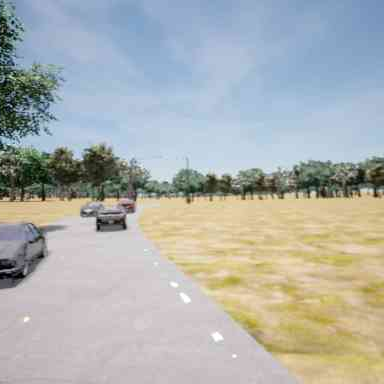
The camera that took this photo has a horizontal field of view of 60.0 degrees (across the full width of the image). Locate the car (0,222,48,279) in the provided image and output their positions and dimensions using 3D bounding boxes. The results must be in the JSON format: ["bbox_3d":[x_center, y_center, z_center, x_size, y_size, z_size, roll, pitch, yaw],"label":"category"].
[{"bbox_3d":[-5.851,1.687,10.497,2.033,1.411,5.357,-2,0,-14],"label":"car"}]

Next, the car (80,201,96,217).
[{"bbox_3d":[-10.329,1.755,34.704,2.128,1.511,4.902,-2,0,-6],"label":"car"}]

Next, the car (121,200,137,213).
[{"bbox_3d":[-7.739,1.653,39.839,1.882,1.535,5.008,-2,0,-4],"label":"car"}]

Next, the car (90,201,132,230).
[{"bbox_3d":[-5.331,1.610,22.266,2.128,1.511,4.902,-2,0,-12],"label":"car"}]
